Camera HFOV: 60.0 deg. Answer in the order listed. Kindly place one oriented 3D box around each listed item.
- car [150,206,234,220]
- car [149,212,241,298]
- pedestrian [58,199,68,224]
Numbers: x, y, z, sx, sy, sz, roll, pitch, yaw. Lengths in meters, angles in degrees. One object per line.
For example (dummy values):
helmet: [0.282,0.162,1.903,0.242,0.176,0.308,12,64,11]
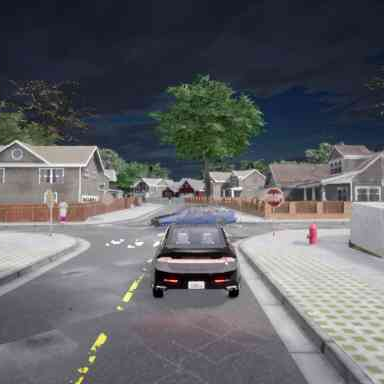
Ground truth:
car: [0.116,1.572,20.481,5.357,1.411,2.033,-1,0,-26]
car: [0.079,1.506,8.544,2.128,1.511,4.902,0,0,0]
pedestrian: [-9.708,1.454,25.017,0.375,1.860,0.375,0,-1,1]
